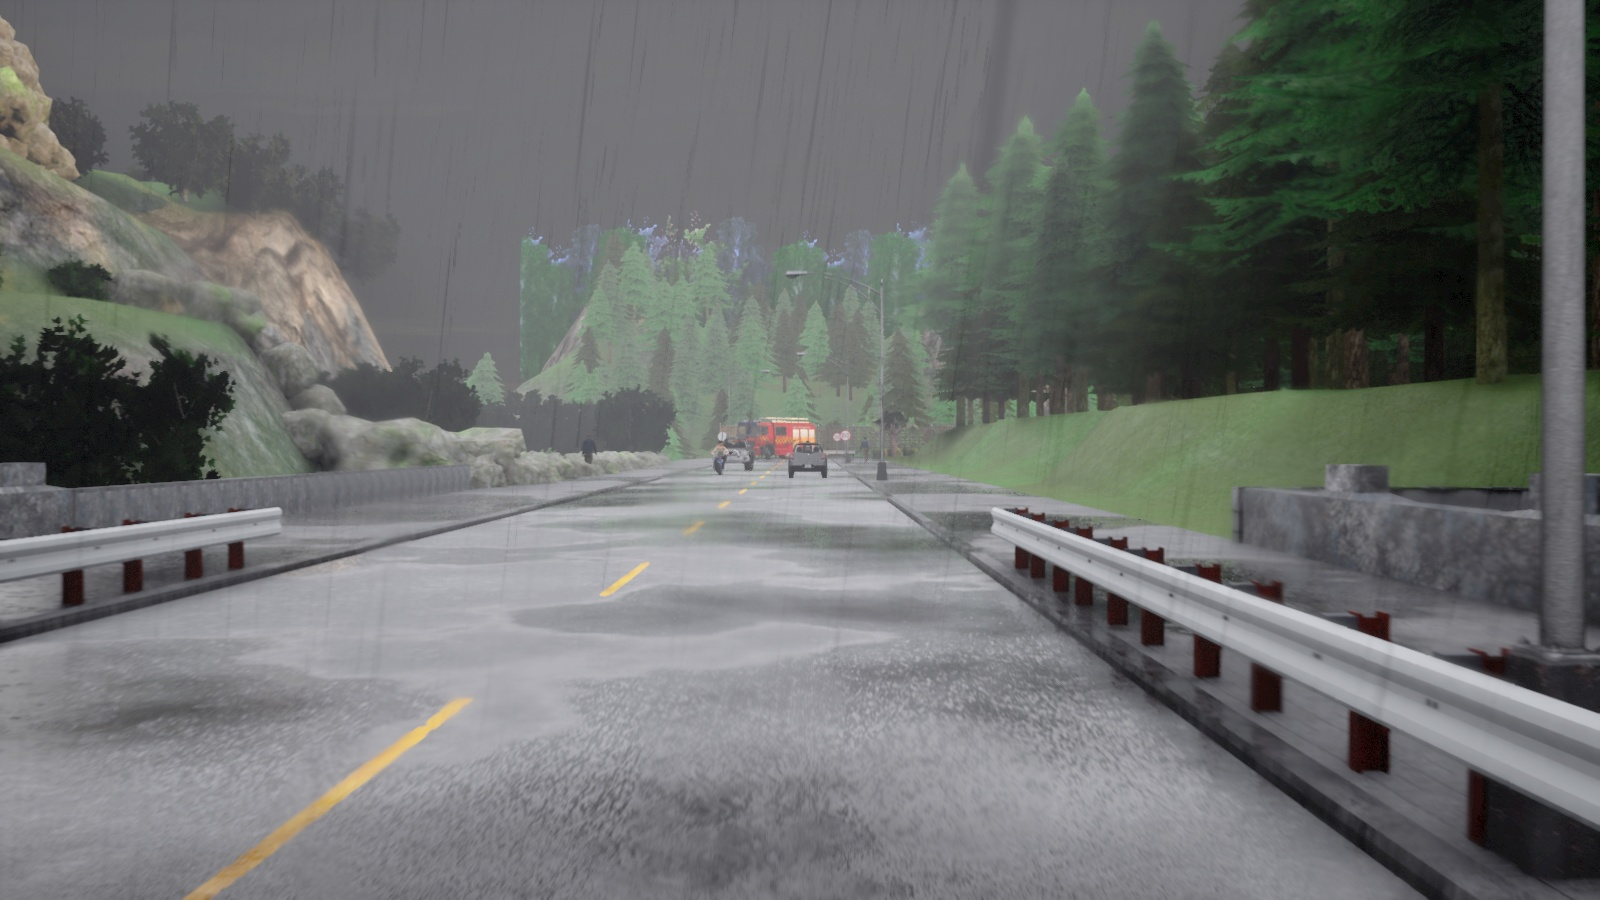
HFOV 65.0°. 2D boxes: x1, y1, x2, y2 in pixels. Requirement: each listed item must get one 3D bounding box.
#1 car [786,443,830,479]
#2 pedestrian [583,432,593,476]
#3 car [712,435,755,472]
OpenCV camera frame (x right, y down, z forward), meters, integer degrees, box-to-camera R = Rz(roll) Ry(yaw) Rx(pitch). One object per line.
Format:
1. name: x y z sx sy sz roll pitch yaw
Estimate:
1. car: 0.336 0.454 54.558 1.845 1.501 3.633 0 1 0
2. pedestrian: -8.932 0.151 52.869 0.402 1.842 0.726 0 0 -11
3. car: -3.577 0.170 68.156 1.932 1.855 4.605 0 2 2
